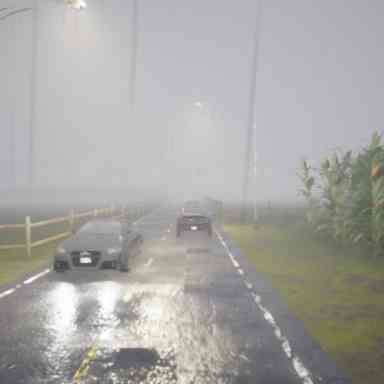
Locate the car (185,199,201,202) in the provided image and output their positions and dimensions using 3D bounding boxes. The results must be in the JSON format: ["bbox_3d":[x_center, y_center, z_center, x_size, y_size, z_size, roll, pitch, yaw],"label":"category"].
[{"bbox_3d":[0.113,1.573,41.114,1.994,1.385,4.181,0,0,0],"label":"car"}]

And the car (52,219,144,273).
[{"bbox_3d":[-2.747,1.566,10.574,1.994,1.385,4.181,0,0,0],"label":"car"}]

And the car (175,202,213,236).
[{"bbox_3d":[0.107,1.508,18.613,1.837,1.490,4.892,0,0,0],"label":"car"}]
